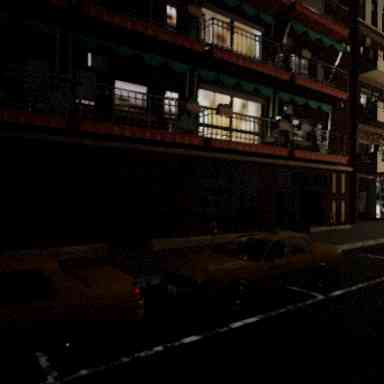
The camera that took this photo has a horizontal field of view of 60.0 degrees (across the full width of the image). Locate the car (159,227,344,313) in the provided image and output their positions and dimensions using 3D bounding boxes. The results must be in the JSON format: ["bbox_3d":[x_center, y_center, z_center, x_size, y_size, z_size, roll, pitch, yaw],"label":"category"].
[{"bbox_3d":[1.593,1.528,7.681,4.829,1.417,1.752,0,1,-35],"label":"car"}]

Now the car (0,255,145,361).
[{"bbox_3d":[-3.016,1.526,4.393,4.829,1.417,1.752,0,1,-35],"label":"car"}]
